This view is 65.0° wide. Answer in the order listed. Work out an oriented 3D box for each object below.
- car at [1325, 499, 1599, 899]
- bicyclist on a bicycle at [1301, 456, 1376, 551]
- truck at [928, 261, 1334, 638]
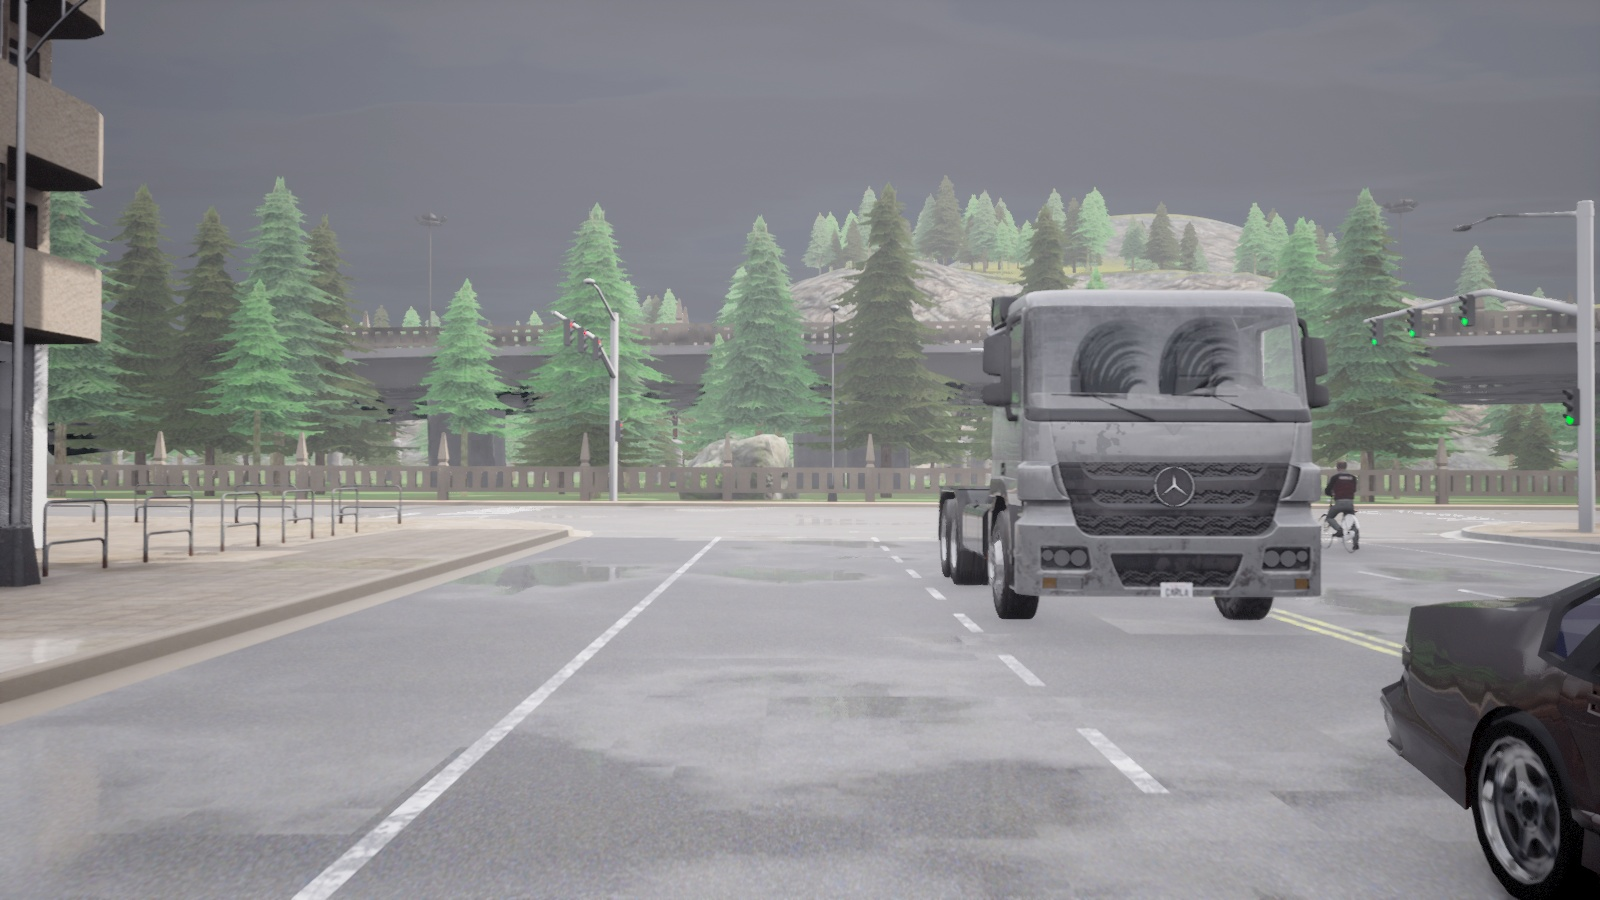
[{"bbox_3d":[3.492,0.894,3.215,2.033,1.411,5.357,0,-1,0],"label":"car"},{"bbox_3d":[10.440,1.009,24.421,0.659,1.776,1.843,0,-1,0],"label":"bicyclist on a bicycle"},{"bbox_3d":[3.458,0.051,15.555,2.891,3.462,7.936,0,-1,0],"label":"truck"}]
